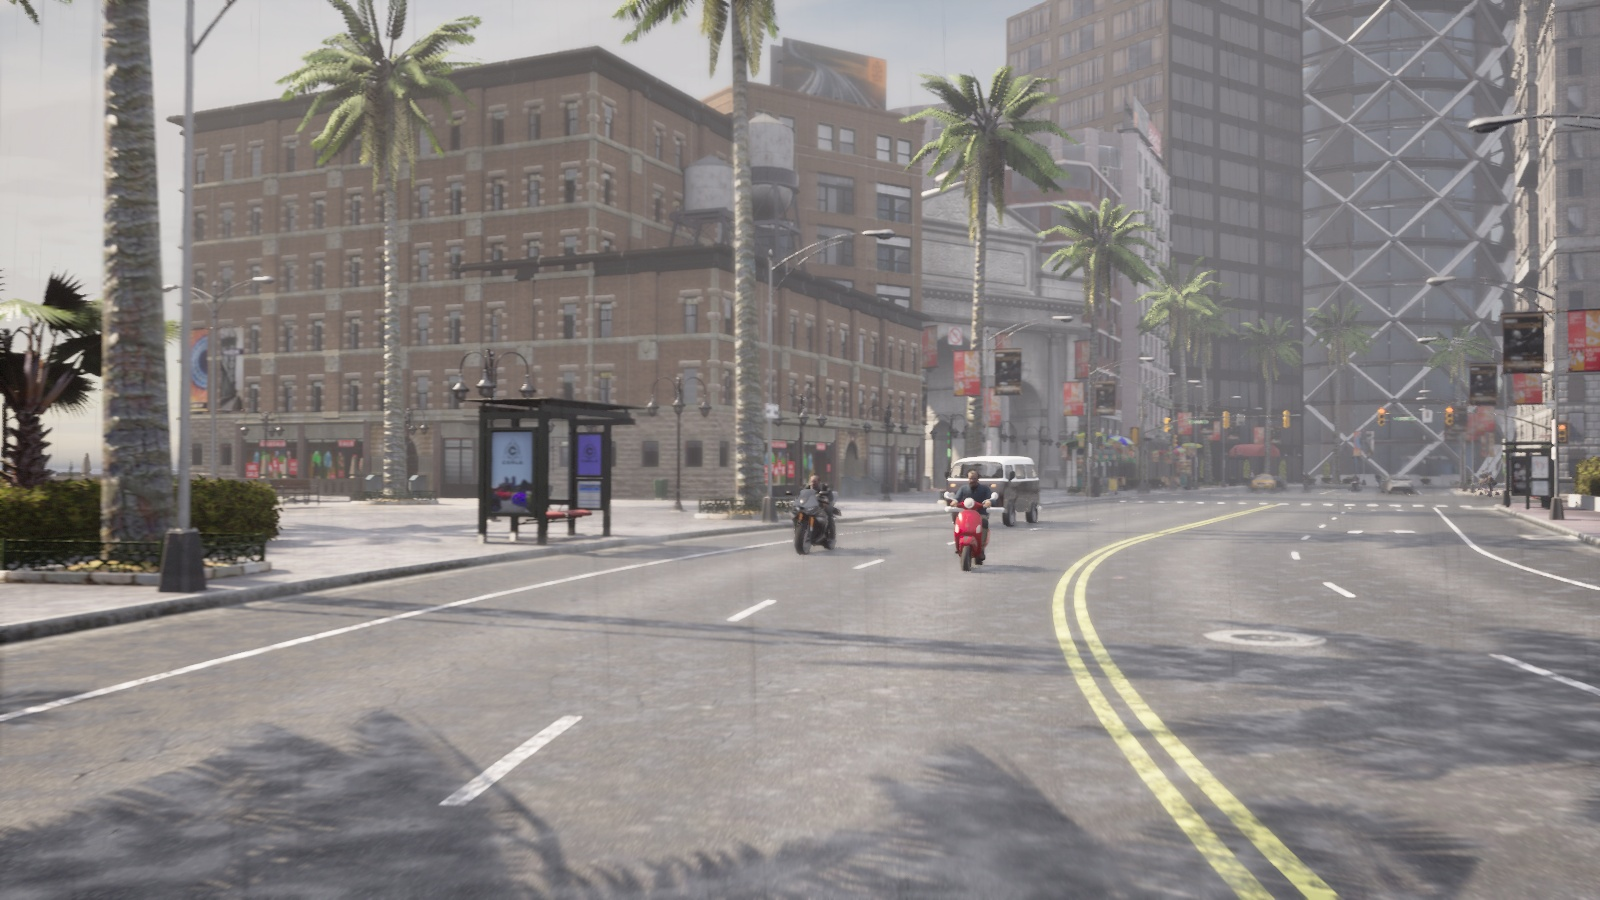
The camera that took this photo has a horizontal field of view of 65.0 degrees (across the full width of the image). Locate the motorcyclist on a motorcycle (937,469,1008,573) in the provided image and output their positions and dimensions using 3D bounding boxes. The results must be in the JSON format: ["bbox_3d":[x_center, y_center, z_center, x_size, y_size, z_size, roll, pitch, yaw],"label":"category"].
[{"bbox_3d":[2.801,1.098,20.212,0.866,1.590,1.817,0,-1,17],"label":"motorcyclist on a motorcycle"}]

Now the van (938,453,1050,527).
[{"bbox_3d":[5.811,1.143,37.204,2.069,2.038,4.480,-1,-1,26],"label":"van"}]

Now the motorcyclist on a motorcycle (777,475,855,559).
[{"bbox_3d":[0.332,1.254,24.201,0.866,1.530,2.191,0,-1,19],"label":"motorcyclist on a motorcycle"}]
